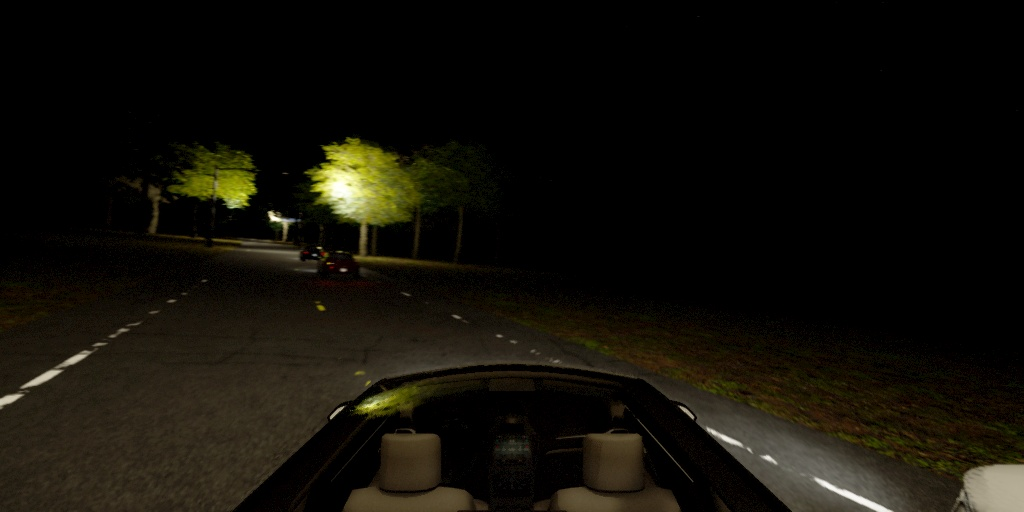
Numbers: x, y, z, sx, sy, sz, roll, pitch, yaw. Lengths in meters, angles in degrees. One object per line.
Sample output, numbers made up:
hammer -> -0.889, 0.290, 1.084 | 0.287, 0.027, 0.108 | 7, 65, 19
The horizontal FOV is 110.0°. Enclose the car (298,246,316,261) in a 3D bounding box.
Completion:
car -> -18.512, -0.206, 33.319 | 1.994, 1.385, 4.181 | 5, 0, -34

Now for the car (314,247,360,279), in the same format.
car -> -9.975, 0.445, 20.579 | 1.812, 1.442, 4.674 | 5, 0, -33

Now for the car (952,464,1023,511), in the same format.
car -> 4.282, 1.619, 0.470 | 1.812, 1.442, 4.674 | 5, 0, -33
